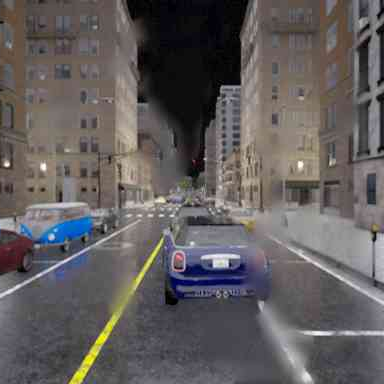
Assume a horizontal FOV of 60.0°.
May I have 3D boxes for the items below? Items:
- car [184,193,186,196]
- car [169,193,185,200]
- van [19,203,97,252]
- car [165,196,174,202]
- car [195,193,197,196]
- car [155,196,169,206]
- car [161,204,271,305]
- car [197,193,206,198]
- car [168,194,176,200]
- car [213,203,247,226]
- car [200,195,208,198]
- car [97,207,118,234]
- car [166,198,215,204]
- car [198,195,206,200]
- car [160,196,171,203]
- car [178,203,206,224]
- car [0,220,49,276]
[{"bbox_3d":[-2.718,1.243,78.859,2.150,2.045,5.566,0,0,0],"label":"car"},{"bbox_3d":[-2.772,1.495,63.317,1.882,1.535,5.008,0,0,0],"label":"car"},{"bbox_3d":[-5.387,1.345,13.537,1.690,1.788,3.998,0,0,0],"label":"van"},{"bbox_3d":[-5.356,1.569,79.631,2.008,1.369,4.403,0,0,0],"label":"car"},{"bbox_3d":[2.672,1.333,85.313,2.192,1.841,5.009,0,0,0],"label":"car"},{"bbox_3d":[-5.365,1.541,56.736,1.752,1.417,4.829,0,0,0],"label":"car"},{"bbox_3d":[0.333,1.354,8.321,2.097,1.767,4.553,0,0,-5],"label":"car"},{"bbox_3d":[2.667,1.458,73.950,1.967,1.590,4.097,0,0,0],"label":"car"},{"bbox_3d":[-5.351,1.459,90.994,1.967,1.590,4.097,0,0,0],"label":"car"},{"bbox_3d":[2.648,1.558,24.347,2.008,1.369,4.403,0,0,0],"label":"car"},{"bbox_3d":[2.657,1.566,51.223,2.008,1.369,4.403,0,0,0],"label":"car"},{"bbox_3d":[-5.383,1.556,18.943,2.008,1.369,4.403,0,0,0],"label":"car"},{"bbox_3d":[0.084,1.357,16.023,2.097,1.767,4.553,0,0,0],"label":"car"},{"bbox_3d":[2.674,1.584,90.995,1.947,1.339,4.313,0,0,0],"label":"car"},{"bbox_3d":[-5.360,1.584,68.268,1.947,1.339,4.313,0,0,0],"label":"car"},{"bbox_3d":[0.028,1.572,25.685,1.994,1.385,4.181,0,0,0],"label":"car"},{"bbox_3d":[-5.391,1.584,8.130,1.802,1.307,4.206,0,0,0],"label":"car"}]
